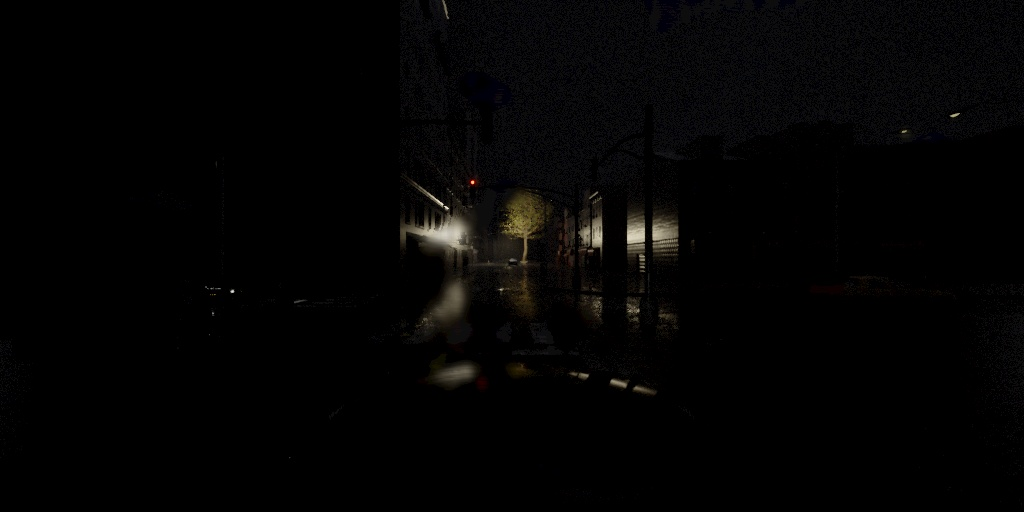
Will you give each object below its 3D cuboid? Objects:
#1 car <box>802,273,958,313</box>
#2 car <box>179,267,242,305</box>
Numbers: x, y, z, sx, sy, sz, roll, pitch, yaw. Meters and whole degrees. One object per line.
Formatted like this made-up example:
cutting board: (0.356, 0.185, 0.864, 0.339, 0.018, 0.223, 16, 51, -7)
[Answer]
car: (13.904, 1.345, 13.654, 4.829, 1.417, 1.751, 0, 0, 0)
car: (-13.757, 1.178, 14.542, 4.892, 1.490, 1.837, 0, 0, 0)
